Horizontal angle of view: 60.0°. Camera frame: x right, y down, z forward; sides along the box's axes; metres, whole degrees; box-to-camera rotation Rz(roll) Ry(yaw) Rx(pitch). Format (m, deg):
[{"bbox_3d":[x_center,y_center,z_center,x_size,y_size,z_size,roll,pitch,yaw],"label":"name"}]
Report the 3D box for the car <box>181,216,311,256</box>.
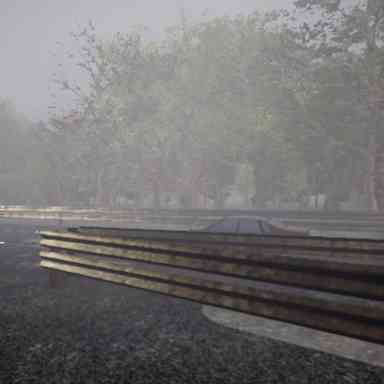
[{"bbox_3d":[1.834,1.623,12.733,5.357,1.411,2.033,0,0,23],"label":"car"}]
